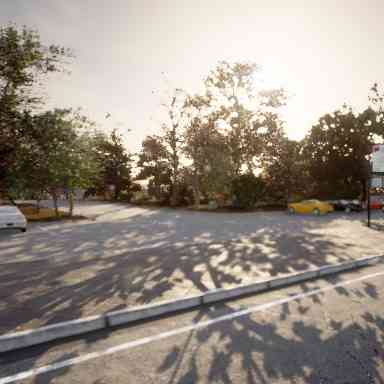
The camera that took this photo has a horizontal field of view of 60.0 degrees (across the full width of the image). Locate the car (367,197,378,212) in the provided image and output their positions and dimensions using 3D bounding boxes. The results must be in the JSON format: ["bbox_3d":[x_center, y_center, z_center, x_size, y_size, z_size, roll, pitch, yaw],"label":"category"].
[{"bbox_3d":[19.348,1.674,40.313,2.002,1.452,4.674,1,0,-35],"label":"car"}]

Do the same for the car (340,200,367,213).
[{"bbox_3d":[17.077,1.608,38.698,2.097,1.535,5.008,0,0,-35],"label":"car"}]

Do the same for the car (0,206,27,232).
[{"bbox_3d":[-10.653,1.502,18.932,2.002,1.452,4.674,0,0,-35],"label":"car"}]

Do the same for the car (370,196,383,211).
[{"bbox_3d":[23.901,1.568,43.521,2.185,1.767,4.553,1,0,-36],"label":"car"}]

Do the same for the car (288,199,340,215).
[{"bbox_3d":[12.548,1.568,35.458,2.097,1.535,5.008,0,0,-35],"label":"car"}]
